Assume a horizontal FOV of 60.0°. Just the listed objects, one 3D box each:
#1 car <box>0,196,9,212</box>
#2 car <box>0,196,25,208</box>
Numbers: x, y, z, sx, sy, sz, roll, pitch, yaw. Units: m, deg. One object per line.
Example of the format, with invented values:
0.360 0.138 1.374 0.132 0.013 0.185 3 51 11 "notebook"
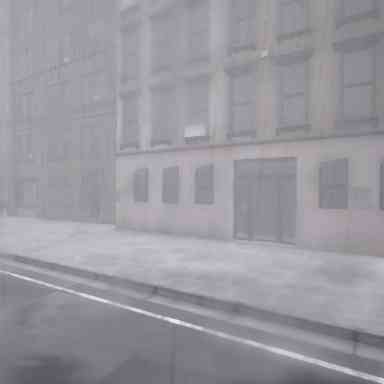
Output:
-19.334 1.349 31.128 1.887 1.381 4.507 2 2 35 "car"
-23.086 1.202 40.556 1.887 1.381 4.507 2 2 35 "car"
